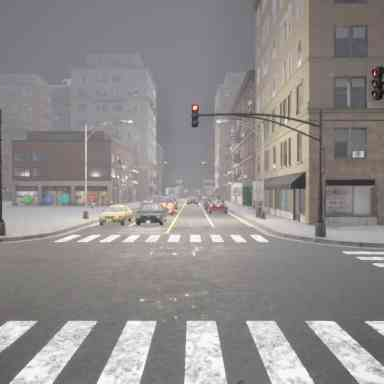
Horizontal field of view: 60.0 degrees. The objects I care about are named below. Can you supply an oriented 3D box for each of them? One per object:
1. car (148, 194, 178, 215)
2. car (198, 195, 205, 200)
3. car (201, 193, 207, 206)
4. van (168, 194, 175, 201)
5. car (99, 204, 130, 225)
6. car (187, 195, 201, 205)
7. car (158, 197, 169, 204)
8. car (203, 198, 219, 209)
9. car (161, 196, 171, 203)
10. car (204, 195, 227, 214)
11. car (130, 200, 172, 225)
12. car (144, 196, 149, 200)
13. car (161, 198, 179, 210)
[{"bbox_3d":[-2.841,1.353,33.808,2.097,1.767,4.553,0,0,0],"label":"car"},{"bbox_3d":[2.668,1.575,91.987,1.947,1.339,4.313,0,0,0],"label":"car"},{"bbox_3d":[2.650,1.317,41.030,2.192,1.841,5.009,0,0,0],"label":"car"},{"bbox_3d":[-5.359,1.349,86.328,1.690,1.788,3.998,0,0,0],"label":"van"},{"bbox_3d":[-5.381,1.526,23.877,1.752,1.417,4.829,0,0,0],"label":"car"},{"bbox_3d":[0.123,1.604,57.395,1.895,1.301,4.718,0,0,0],"label":"car"},{"bbox_3d":[-5.367,1.586,63.681,1.802,1.307,4.206,0,0,0],"label":"car"},{"bbox_3d":[2.652,1.568,46.692,1.947,1.339,4.313,0,0,0],"label":"car"},{"bbox_3d":[-5.365,1.530,69.173,1.752,1.417,4.829,0,0,0],"label":"car"},{"bbox_3d":[2.648,1.441,35.368,1.967,1.590,4.097,0,0,0],"label":"car"},{"bbox_3d":[-2.841,1.548,24.159,2.033,1.411,5.357,0,0,0],"label":"car"},{"bbox_3d":[-5.375,1.553,41.033,2.008,1.369,4.403,0,0,0],"label":"car"},{"bbox_3d":[-2.831,1.550,44.216,2.033,1.411,5.357,0,0,0],"label":"car"}]
